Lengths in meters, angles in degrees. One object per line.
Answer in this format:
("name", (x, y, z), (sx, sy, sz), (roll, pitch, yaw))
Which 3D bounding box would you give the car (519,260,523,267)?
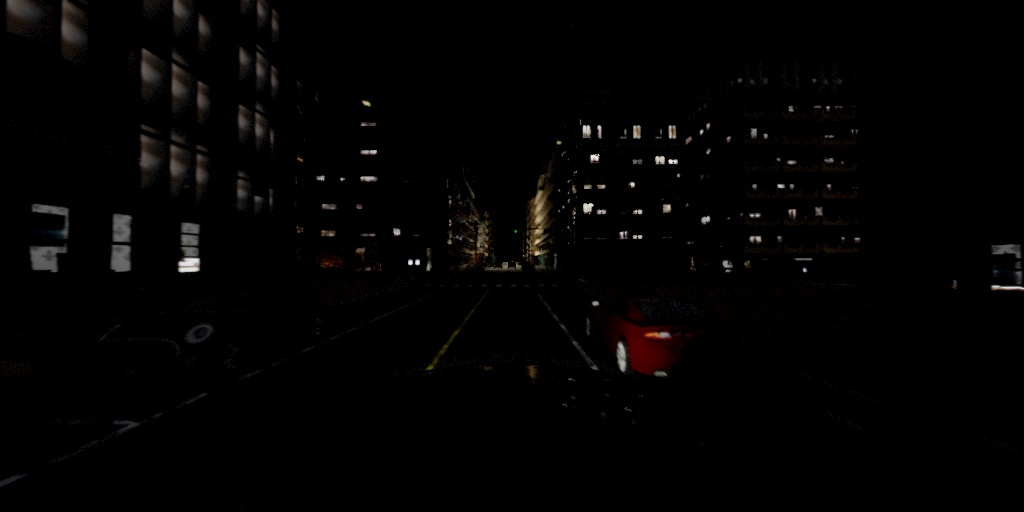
("car", (2.681, 1.760, 61.919), (1.967, 1.591, 4.097), (0, 0, 0))

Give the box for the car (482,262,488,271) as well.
("car", (-5.701, 1.865, 61.932), (1.888, 1.381, 4.507), (0, 0, 0))

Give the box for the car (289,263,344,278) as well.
("car", (-17.268, 1.291, 31.744), (4.507, 1.381, 1.888), (0, 0, 0))

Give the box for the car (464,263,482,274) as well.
("car", (-5.698, 1.740, 50.715), (1.751, 1.417, 4.829), (0, 0, 0))

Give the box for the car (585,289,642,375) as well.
("car", (2.690, 1.348, 7.362), (1.888, 1.381, 4.507), (0, 0, 0))

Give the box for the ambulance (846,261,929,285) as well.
("ambulance", (39.569, 1.776, 37.888), (6.366, 2.431, 2.351), (1, -1, 0))

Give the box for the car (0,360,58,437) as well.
("car", (-5.689, 1.276, 1.632), (1.751, 1.417, 4.829), (0, 0, 0))

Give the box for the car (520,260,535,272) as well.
("car", (2.682, 1.812, 56.396), (1.888, 1.381, 4.507), (0, 0, 0))

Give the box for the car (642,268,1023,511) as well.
("car", (2.691, 1.066, 1.802), (2.192, 1.841, 5.009), (0, 0, 0))

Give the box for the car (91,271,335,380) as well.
("car", (-5.690, 1.243, 7.361), (1.967, 1.591, 4.097), (0, 0, 0))
